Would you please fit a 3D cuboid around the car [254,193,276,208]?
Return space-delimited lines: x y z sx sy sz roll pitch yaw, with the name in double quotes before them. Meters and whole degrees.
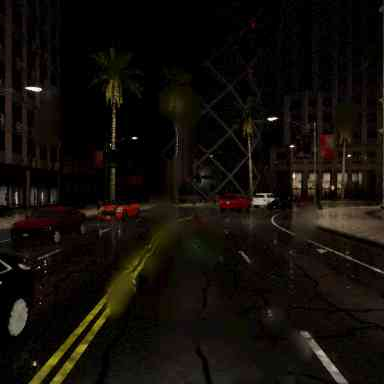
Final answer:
"car" 10.486 1.221 45.966 2.150 2.045 5.566 0 0 42

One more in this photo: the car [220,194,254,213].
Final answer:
"car" 4.866 1.221 36.984 2.150 2.045 5.566 0 0 25

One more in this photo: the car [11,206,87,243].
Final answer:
"car" -6.776 1.478 16.227 1.882 1.535 5.008 0 1 2

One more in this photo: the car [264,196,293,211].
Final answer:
"car" 10.683 1.526 40.079 1.812 1.442 4.674 0 0 32

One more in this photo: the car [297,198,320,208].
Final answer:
"car" 16.555 1.564 46.944 4.181 1.385 1.994 0 0 -43

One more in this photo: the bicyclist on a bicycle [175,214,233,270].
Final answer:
"bicyclist on a bicycle" 0.335 1.453 9.523 1.656 1.620 0.582 -1 0 1

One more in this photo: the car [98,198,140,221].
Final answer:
"car" -5.929 1.351 27.425 2.097 1.767 4.553 0 0 11

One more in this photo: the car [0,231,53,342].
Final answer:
"car" -3.564 1.505 3.685 1.837 1.490 4.892 0 0 1
